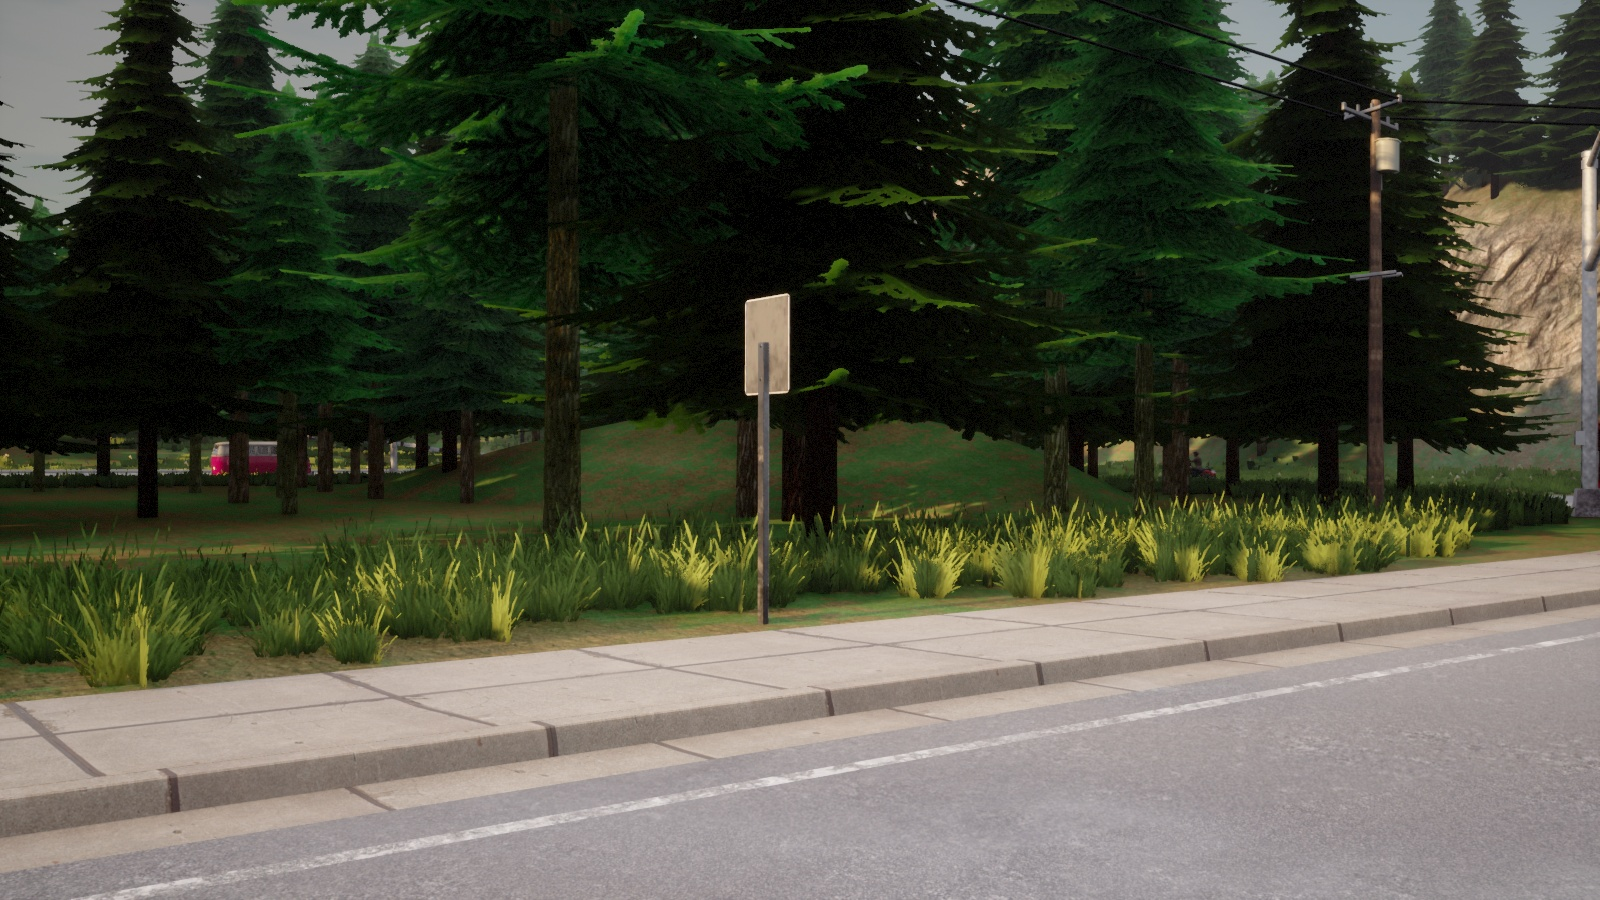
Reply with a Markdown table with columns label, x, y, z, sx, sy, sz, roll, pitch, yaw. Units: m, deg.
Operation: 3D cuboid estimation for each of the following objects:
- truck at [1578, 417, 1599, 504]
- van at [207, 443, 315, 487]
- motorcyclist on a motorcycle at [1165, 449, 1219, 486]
| label | x | y | z | sx | sy | sz | roll | pitch | yaw |
| --- | --- | --- | --- | --- | --- | --- | --- | --- | --- |
| truck | 23.987 | 0.291 | 33.991 | 2.627 | 2.467 | 5.204 | 0 | 0 | 0 |
| van | -25.500 | 0.697 | 59.442 | 4.442 | 1.987 | 1.775 | 0 | 0 | -35 |
| motorcyclist on a motorcycle | 18.085 | 0.799 | 57.966 | 0.766 | 1.649 | 2.350 | 0 | 0 | -39 |
